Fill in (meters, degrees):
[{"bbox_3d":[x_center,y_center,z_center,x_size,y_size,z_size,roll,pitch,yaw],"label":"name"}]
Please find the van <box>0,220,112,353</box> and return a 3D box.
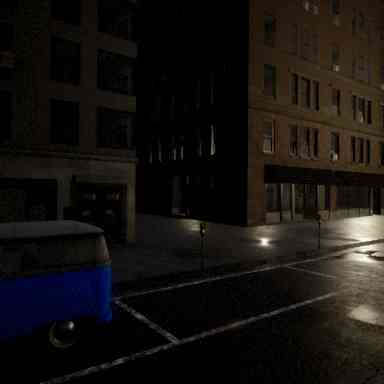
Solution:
[{"bbox_3d":[-3.114,1.341,4.531,3.998,1.788,1.690,0,1,-36],"label":"van"}]
